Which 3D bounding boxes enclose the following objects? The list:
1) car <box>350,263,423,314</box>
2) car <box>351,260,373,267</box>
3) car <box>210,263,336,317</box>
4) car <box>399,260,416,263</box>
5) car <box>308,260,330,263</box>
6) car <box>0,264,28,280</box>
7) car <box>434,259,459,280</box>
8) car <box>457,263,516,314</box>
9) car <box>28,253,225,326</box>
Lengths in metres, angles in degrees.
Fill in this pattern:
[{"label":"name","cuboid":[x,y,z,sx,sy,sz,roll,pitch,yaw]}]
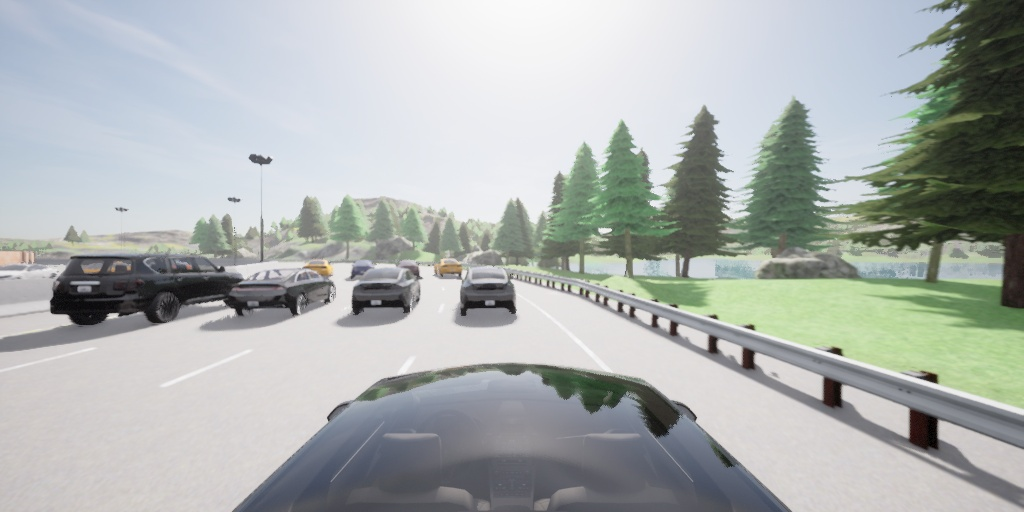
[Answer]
[{"label":"car","cuboid":[-4.537,1.178,13.438,1.837,1.490,4.892,0,0,-8]},{"label":"car","cuboid":[-12.549,1.096,30.312,1.812,1.442,4.674,0,0,-21]},{"label":"car","cuboid":[-8.010,1.184,13.009,2.128,1.511,4.902,0,0,-8]},{"label":"car","cuboid":[-9.086,1.075,31.066,1.812,1.442,4.674,0,0,-21]},{"label":"car","cuboid":[-16.206,1.065,30.146,1.882,1.535,5.008,0,0,-21]},{"label":"car","cuboid":[-32.576,1.236,23.693,1.812,1.442,4.674,0,0,-23]},{"label":"car","cuboid":[-5.821,1.003,32.297,1.882,1.535,5.008,0,0,-21]},{"label":"car","cuboid":[-0.990,1.164,13.323,1.837,1.490,4.892,0,0,-8]},{"label":"car","cuboid":[-11.314,0.935,11.843,2.150,2.045,5.566,0,0,-8]}]
